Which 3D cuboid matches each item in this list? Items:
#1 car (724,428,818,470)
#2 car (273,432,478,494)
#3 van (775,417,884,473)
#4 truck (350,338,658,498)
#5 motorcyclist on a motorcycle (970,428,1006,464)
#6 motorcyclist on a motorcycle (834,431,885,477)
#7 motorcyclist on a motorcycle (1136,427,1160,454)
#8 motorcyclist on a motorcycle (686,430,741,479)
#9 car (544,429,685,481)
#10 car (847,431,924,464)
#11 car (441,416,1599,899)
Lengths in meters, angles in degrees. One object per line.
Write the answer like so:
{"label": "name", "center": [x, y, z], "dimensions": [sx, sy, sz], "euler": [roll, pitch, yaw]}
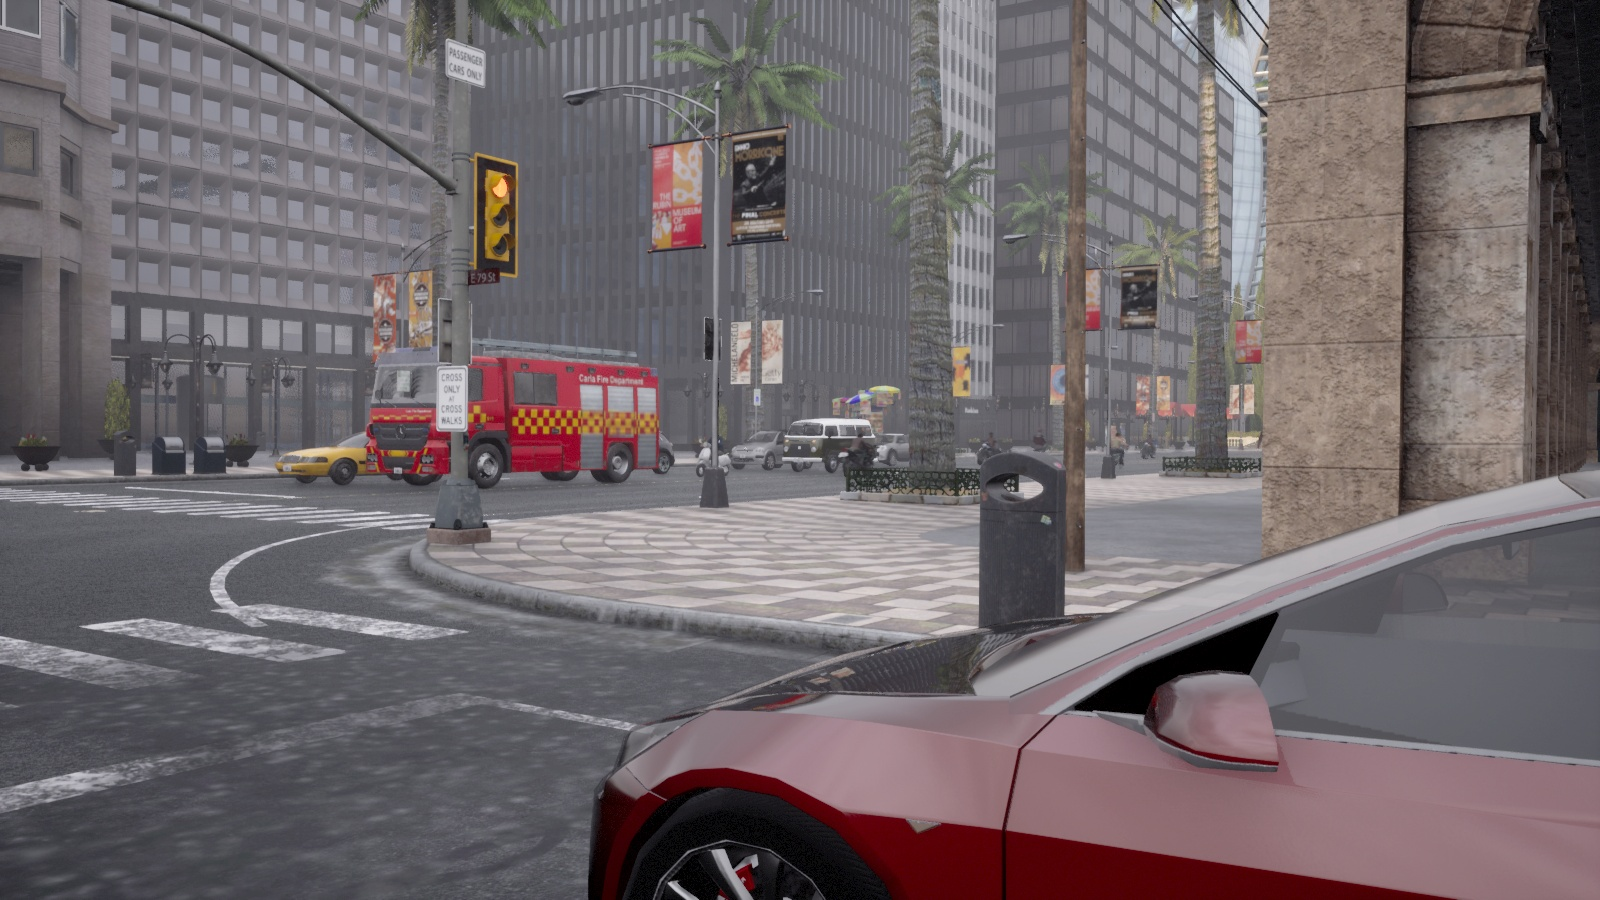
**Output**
{"label": "car", "center": [-1.123, -0.051, 50.605], "dimensions": [1.851, 1.617, 3.988], "euler": [0, 1, 34]}
{"label": "car", "center": [-11.593, 0.301, 34.719], "dimensions": [1.801, 1.575, 5.366], "euler": [0, 1, 34]}
{"label": "van", "center": [1.180, -0.208, 47.746], "dimensions": [2.069, 2.038, 4.480], "euler": [0, 1, 33]}
{"label": "truck", "center": [-7.730, -0.831, 34.274], "dimensions": [2.891, 3.827, 8.468], "euler": [0, 1, 33]}
{"label": "motorcyclist on a motorcycle", "center": [8.920, -0.211, 59.503], "dimensions": [0.766, 1.649, 2.350], "euler": [0, 1, 33]}
{"label": "motorcyclist on a motorcycle", "center": [2.031, 0.112, 42.686], "dimensions": [0.797, 1.523, 2.044], "euler": [0, 1, 33]}
{"label": "motorcyclist on a motorcycle", "center": [22.232, -0.614, 80.158], "dimensions": [0.766, 1.649, 2.350], "euler": [0, 1, 33]}
{"label": "motorcyclist on a motorcycle", "center": [-2.858, 0.142, 41.631], "dimensions": [0.866, 1.590, 1.817], "euler": [0, 1, 33]}
{"label": "car", "center": [-6.252, 0.133, 42.845], "dimensions": [2.033, 1.649, 4.856], "euler": [0, 1, 34]}
{"label": "car", "center": [4.016, -0.137, 58.380], "dimensions": [1.970, 1.475, 3.806], "euler": [0, 1, 33]}
{"label": "car", "center": [1.787, 0.681, 2.457], "dimensions": [4.792, 1.488, 2.163], "euler": [0, 1, 33]}
